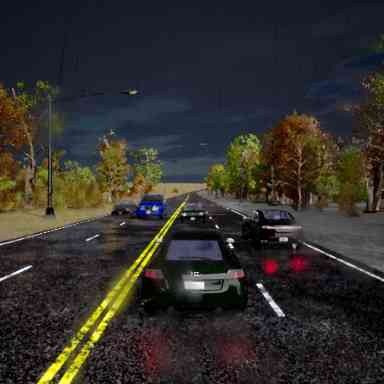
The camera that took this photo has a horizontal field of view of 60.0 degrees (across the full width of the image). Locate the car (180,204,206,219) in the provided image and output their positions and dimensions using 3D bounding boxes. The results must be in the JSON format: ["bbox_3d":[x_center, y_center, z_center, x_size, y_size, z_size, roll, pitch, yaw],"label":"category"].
[{"bbox_3d":[0.058,1.572,25.981,1.895,1.301,4.718,-2,1,0],"label":"car"}]

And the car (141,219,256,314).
[{"bbox_3d":[0.057,1.563,7.686,1.994,1.385,4.181,0,0,0],"label":"car"}]

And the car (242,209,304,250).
[{"bbox_3d":[3.324,1.489,14.362,2.128,1.511,4.902,0,0,1],"label":"car"}]

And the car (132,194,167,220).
[{"bbox_3d":[-3.352,1.218,28.416,2.150,2.045,5.566,0,0,0],"label":"car"}]

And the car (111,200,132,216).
[{"bbox_3d":[-6.594,1.543,33.202,2.033,1.411,5.357,0,0,0],"label":"car"}]
